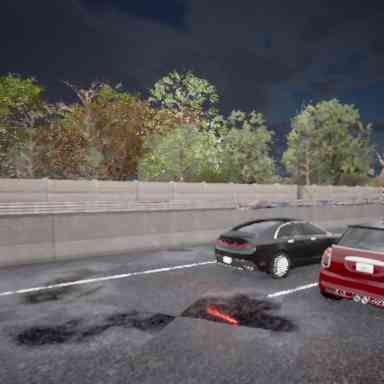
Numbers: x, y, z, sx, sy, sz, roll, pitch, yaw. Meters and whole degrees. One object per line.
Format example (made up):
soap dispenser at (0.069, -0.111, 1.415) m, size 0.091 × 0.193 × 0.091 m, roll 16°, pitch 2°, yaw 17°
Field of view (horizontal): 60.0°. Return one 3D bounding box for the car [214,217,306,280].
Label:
car at (2.896, 1.537, 10.110) m, size 4.892 × 1.490 × 1.837 m, roll 0°, pitch 0°, yaw -35°

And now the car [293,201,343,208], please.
car at (11.595, 1.597, 29.440) m, size 4.902 × 1.511 × 2.128 m, roll 0°, pitch 0°, yaw -35°

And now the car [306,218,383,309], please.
car at (4.816, 1.383, 7.182) m, size 4.553 × 1.767 × 2.097 m, roll 0°, pitch 0°, yaw -35°

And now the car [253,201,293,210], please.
car at (8.188, 1.662, 31.314) m, size 4.181 × 1.385 × 1.994 m, roll 0°, pitch 0°, yaw -35°

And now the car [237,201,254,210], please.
car at (6.729, 1.628, 34.562) m, size 4.674 × 1.442 × 1.812 m, roll 0°, pitch 0°, yaw -36°
